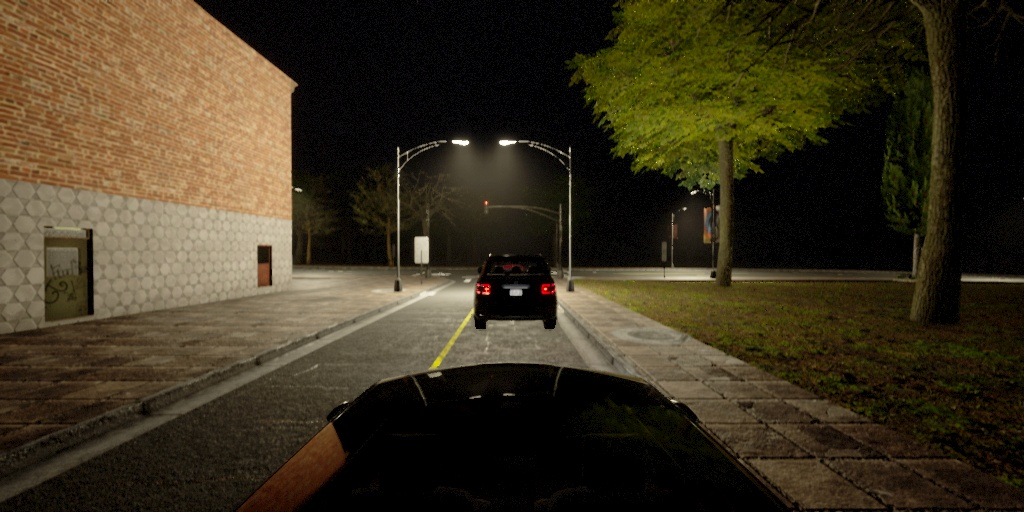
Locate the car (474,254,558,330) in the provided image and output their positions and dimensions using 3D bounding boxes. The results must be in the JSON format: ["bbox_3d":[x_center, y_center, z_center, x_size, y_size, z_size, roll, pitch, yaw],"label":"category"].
[{"bbox_3d":[0.081,0.950,11.115,2.150,2.045,5.566,0,0,0],"label":"car"}]
